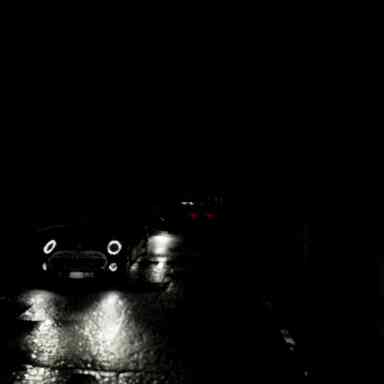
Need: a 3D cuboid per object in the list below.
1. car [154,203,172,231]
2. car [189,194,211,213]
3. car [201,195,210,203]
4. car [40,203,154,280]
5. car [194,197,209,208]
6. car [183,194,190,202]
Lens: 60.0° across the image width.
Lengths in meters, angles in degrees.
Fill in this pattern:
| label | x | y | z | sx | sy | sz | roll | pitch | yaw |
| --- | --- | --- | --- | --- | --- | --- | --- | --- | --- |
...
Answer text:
| label | x | y | z | sx | sy | sz | roll | pitch | yaw |
| --- | --- | --- | --- | --- | --- | --- | --- | --- | --- |
| car | -2.319 | 1.449 | 20.522 | 1.882 | 1.535 | 5.008 | 0 | 0 | 2 |
| car | 1.062 | 1.333 | 36.996 | 2.097 | 1.767 | 4.553 | 0 | 0 | 2 |
| car | 2.882 | 1.452 | 72.655 | 1.882 | 1.535 | 5.008 | 0 | 0 | 2 |
| car | -2.614 | 1.330 | 9.929 | 2.097 | 1.767 | 4.553 | 0 | 0 | 2 |
| car | 1.361 | 1.468 | 48.130 | 2.128 | 1.511 | 4.902 | 0 | 0 | 1 |
| car | -0.856 | 1.238 | 71.727 | 2.097 | 1.767 | 4.553 | 0 | 0 | 2 |
